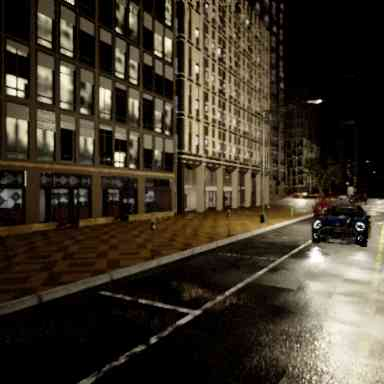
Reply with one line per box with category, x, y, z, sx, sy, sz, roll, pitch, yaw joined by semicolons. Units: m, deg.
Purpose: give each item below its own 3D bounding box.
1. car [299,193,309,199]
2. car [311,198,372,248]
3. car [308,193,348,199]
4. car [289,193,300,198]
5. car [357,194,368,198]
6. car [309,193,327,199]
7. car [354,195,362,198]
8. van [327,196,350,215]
car;29.218;1.230;81.505;4.206;1.307;1.802;1;0;32
car;6.800;1.327;14.888;2.097;1.767;4.553;0;0;31
car;11.783;1.267;28.332;2.192;1.841;5.009;0;0;31
car;28.698;1.005;91.125;4.097;1.590;1.967;1;0;32
car;28.956;1.207;56.798;2.192;1.841;5.009;0;0;31
car;33.384;1.074;88.196;4.097;1.590;1.967;1;0;32
car;20.221;1.448;42.457;1.752;1.417;4.829;0;0;31
van;14.625;1.284;33.089;1.690;1.788;3.998;0;0;31
